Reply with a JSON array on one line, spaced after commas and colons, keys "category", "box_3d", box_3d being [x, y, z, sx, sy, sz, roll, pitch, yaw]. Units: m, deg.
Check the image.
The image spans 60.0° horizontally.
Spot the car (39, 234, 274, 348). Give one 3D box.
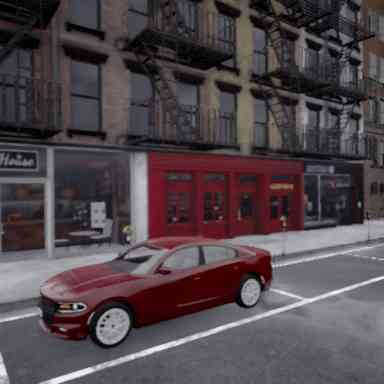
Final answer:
[{"category": "car", "box_3d": [-0.418, 1.535, 6.244, 4.507, 1.381, 1.887, 0, 0, -36]}]
